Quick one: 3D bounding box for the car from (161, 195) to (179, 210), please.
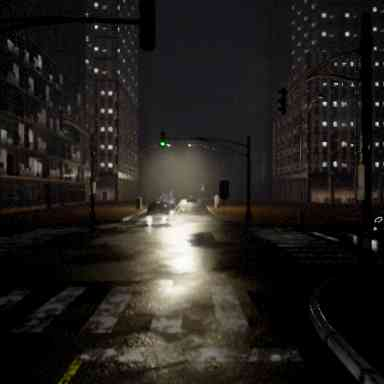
[{"bbox_3d":[-3.086,1.205,40.690,2.097,1.767,4.553,0,0,0],"label":"car"}]

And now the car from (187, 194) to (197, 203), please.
[{"bbox_3d":[-0.007,1.374,61.900,1.895,1.301,4.718,0,0,0],"label":"car"}]

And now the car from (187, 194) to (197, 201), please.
[{"bbox_3d":[-0.009,1.108,71.873,2.033,1.411,5.357,0,0,0],"label":"car"}]

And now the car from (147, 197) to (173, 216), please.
[{"bbox_3d":[-3.112,1.451,31.534,1.994,1.385,4.181,0,0,-1],"label":"car"}]

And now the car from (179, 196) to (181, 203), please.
[{"bbox_3d":[-3.020,1.362,50.953,2.033,1.411,5.357,0,0,0],"label":"car"}]

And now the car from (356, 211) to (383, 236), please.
[{"bbox_3d":[10.937,1.356,17.009,4.553,1.767,2.097,0,0,-1],"label":"car"}]

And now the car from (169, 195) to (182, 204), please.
[{"bbox_3d":[-3.008,1.324,61.263,2.033,1.411,5.357,0,0,0],"label":"car"}]
